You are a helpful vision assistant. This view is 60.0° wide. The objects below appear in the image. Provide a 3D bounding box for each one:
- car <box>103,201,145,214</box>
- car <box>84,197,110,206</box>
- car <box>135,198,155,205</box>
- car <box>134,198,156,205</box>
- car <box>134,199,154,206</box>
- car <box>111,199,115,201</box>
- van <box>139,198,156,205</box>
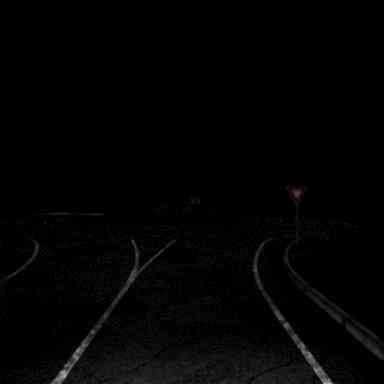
[{"bbox_3d":[-8.773,2.142,42.901,4.181,1.385,1.994,1,-2,-35],"label":"car"},{"bbox_3d":[-24.446,2.420,84.228,5.566,2.045,2.435,0,-2,-2],"label":"car"},{"bbox_3d":[-12.171,2.480,82.476,4.553,1.767,2.185,0,-2,-2],"label":"car"},{"bbox_3d":[-12.372,2.552,88.427,5.566,2.045,2.435,0,-2,-2],"label":"car"},{"bbox_3d":[-12.248,2.706,85.505,5.008,1.535,2.097,0,-2,-2],"label":"car"},{"bbox_3d":[-24.634,2.604,89.684,5.566,2.045,2.435,0,-2,-2],"label":"car"},{"bbox_3d":[-12.651,2.817,94.608,4.442,1.987,1.878,0,-2,-2],"label":"van"}]
